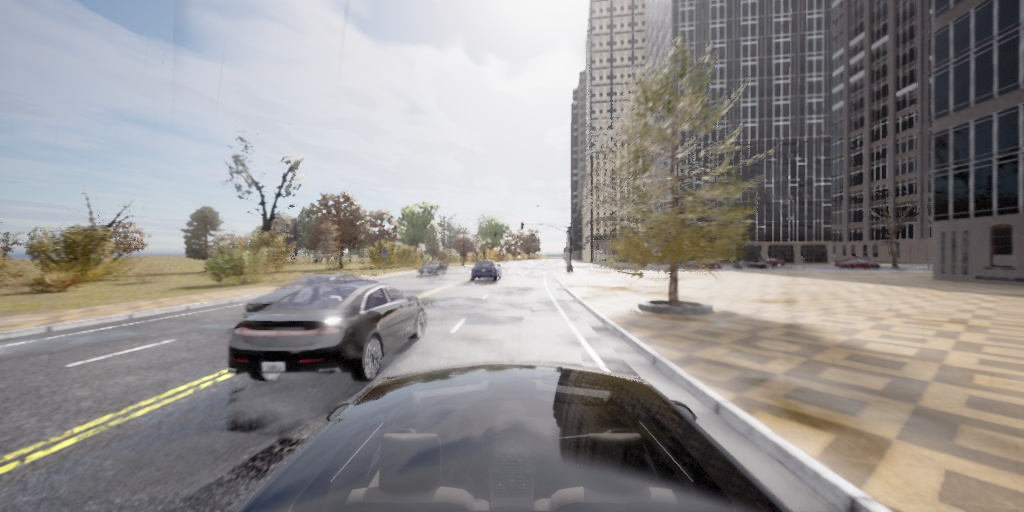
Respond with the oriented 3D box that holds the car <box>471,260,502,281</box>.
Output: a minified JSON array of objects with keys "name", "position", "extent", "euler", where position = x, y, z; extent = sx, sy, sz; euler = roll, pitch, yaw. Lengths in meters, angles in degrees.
[{"name":"car","position":[-2.051,1.104,29.914],"extent":[2.097,1.767,4.553],"euler":[0,0,4]}]

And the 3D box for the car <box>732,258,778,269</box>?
[{"name":"car","position":[29.617,1.039,44.231],"extent":[4.313,1.339,1.948],"euler":[0,0,9]}]

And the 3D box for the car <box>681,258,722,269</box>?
[{"name":"car","position":[23.993,0.965,45.080],"extent":[4.097,1.591,1.967],"euler":[0,0,9]}]

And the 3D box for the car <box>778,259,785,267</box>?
[{"name":"car","position":[36.598,0.931,51.670],"extent":[4.507,1.381,1.888],"euler":[0,0,9]}]

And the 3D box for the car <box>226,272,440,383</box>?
[{"name":"car","position":[-3.095,1.245,7.126],"extent":[2.128,1.511,4.902],"euler":[0,0,1]}]

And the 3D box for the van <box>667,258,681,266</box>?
[{"name":"van","position":[25.384,0.829,53.591],"extent":[3.998,1.789,1.690],"euler":[0,0,9]}]

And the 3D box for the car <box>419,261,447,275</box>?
[{"name":"car","position":[-8.103,1.261,37.201],"extent":[2.128,1.511,4.902],"euler":[0,0,5]}]

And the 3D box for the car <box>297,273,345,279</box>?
[{"name":"car","position":[-6.442,1.306,12.337],"extent":[2.033,1.411,5.357],"euler":[0,0,2]}]

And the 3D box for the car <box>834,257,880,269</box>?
[{"name":"car","position":[40.859,0.952,42.485],"extent":[4.207,1.307,1.802],"euler":[0,0,9]}]
